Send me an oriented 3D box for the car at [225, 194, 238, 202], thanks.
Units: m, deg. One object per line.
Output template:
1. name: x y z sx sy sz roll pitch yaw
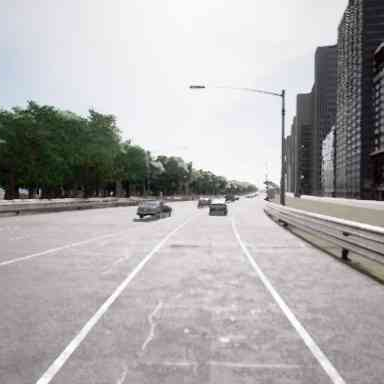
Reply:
1. car: 9.551 1.525 84.348 2.150 2.045 5.566 1 0 13

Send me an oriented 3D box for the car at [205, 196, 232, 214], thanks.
1. car: 3.005 1.578 36.831 2.128 1.511 4.902 0 0 9

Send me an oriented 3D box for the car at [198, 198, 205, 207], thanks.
1. car: 2.229 1.618 52.604 2.128 1.511 4.902 1 0 13

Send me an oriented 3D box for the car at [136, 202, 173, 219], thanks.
1. car: -3.183 1.551 29.219 2.033 1.411 5.357 1 0 13
